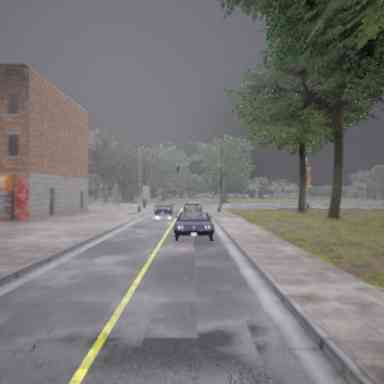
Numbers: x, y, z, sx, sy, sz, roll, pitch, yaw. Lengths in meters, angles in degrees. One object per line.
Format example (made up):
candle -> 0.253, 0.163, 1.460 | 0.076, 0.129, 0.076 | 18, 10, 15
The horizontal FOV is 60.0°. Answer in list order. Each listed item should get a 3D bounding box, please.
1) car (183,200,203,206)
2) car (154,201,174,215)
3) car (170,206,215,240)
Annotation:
car -> 0.079, 1.583, 34.316 | 2.128, 1.511, 4.902 | 0, 0, 0
car -> -2.825, 1.641, 34.690 | 2.033, 1.411, 5.357 | 0, 0, 0
car -> 0.088, 1.617, 17.069 | 1.895, 1.301, 4.718 | 0, 0, 0
